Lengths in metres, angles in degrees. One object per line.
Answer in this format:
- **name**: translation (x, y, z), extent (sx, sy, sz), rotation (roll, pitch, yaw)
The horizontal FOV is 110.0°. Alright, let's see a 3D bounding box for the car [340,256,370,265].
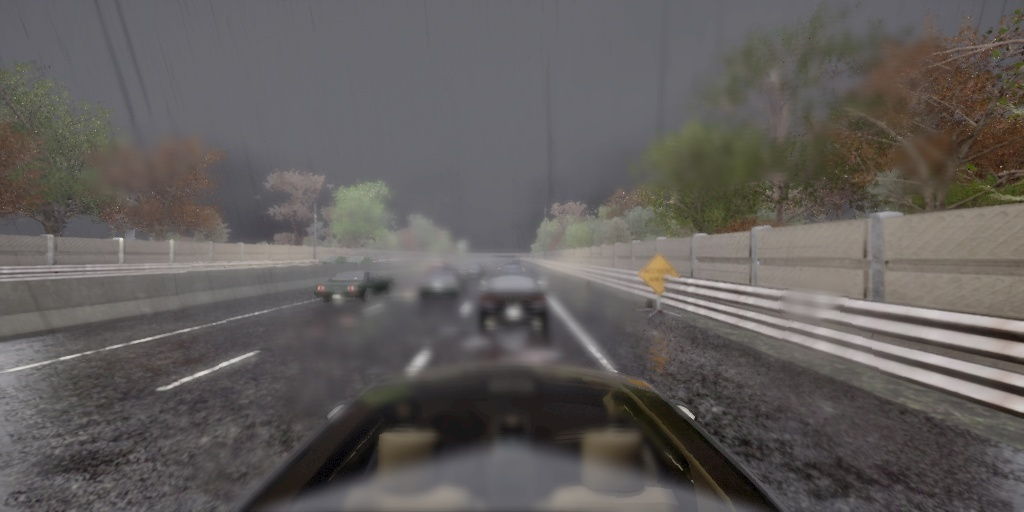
- **car**: translation (-21.001, 1.038, 49.461), extent (2.150, 2.045, 5.566), rotation (0, 0, 0)

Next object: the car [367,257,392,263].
- **car**: translation (-17.506, 1.289, 48.859), extent (1.882, 1.535, 5.008), rotation (0, 0, 0)

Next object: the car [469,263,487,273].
- **car**: translation (-3.364, 1.346, 33.596), extent (1.994, 1.385, 4.181), rotation (0, 0, 0)

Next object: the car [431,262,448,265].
- **car**: translation (-6.861, 1.309, 34.184), extent (1.812, 1.442, 4.674), rotation (0, 0, 0)

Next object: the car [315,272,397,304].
- **car**: translation (-6.897, 1.360, 16.518), extent (1.895, 1.301, 4.718), rotation (0, 0, 0)

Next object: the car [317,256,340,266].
- **car**: translation (-24.498, 1.038, 49.443), extent (2.150, 2.045, 5.566), rotation (0, -1, 1)

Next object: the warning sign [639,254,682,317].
- **warning sign**: translation (4.562, 0.869, 11.100), extent (1.300, 1.860, 1.060), rotation (0, 0, 0)

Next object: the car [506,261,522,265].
- **car**: translation (0.106, 1.320, 28.289), extent (2.033, 1.411, 5.357), rotation (0, 0, 0)

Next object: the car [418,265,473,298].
- **car**: translation (-3.391, 1.325, 18.440), extent (1.994, 1.385, 4.181), rotation (0, 0, 0)

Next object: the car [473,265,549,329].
- **car**: translation (0.060, 1.232, 11.256), extent (1.882, 1.535, 5.008), rotation (0, 0, 0)
